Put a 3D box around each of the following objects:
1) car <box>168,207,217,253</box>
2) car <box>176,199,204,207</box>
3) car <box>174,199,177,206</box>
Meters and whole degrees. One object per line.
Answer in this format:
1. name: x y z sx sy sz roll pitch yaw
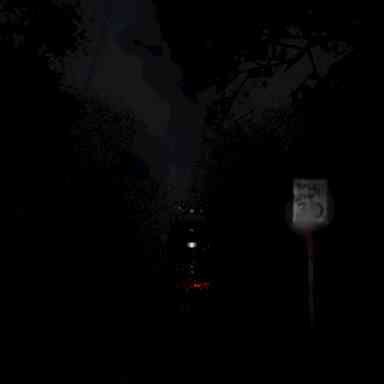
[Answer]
1. car: 0.003 1.643 14.303 1.837 1.490 4.892 0 0 0
2. car: -0.007 1.624 29.090 2.097 1.767 4.553 0 -1 0
3. car: -2.953 2.259 71.771 2.128 1.511 4.902 0 -1 0
